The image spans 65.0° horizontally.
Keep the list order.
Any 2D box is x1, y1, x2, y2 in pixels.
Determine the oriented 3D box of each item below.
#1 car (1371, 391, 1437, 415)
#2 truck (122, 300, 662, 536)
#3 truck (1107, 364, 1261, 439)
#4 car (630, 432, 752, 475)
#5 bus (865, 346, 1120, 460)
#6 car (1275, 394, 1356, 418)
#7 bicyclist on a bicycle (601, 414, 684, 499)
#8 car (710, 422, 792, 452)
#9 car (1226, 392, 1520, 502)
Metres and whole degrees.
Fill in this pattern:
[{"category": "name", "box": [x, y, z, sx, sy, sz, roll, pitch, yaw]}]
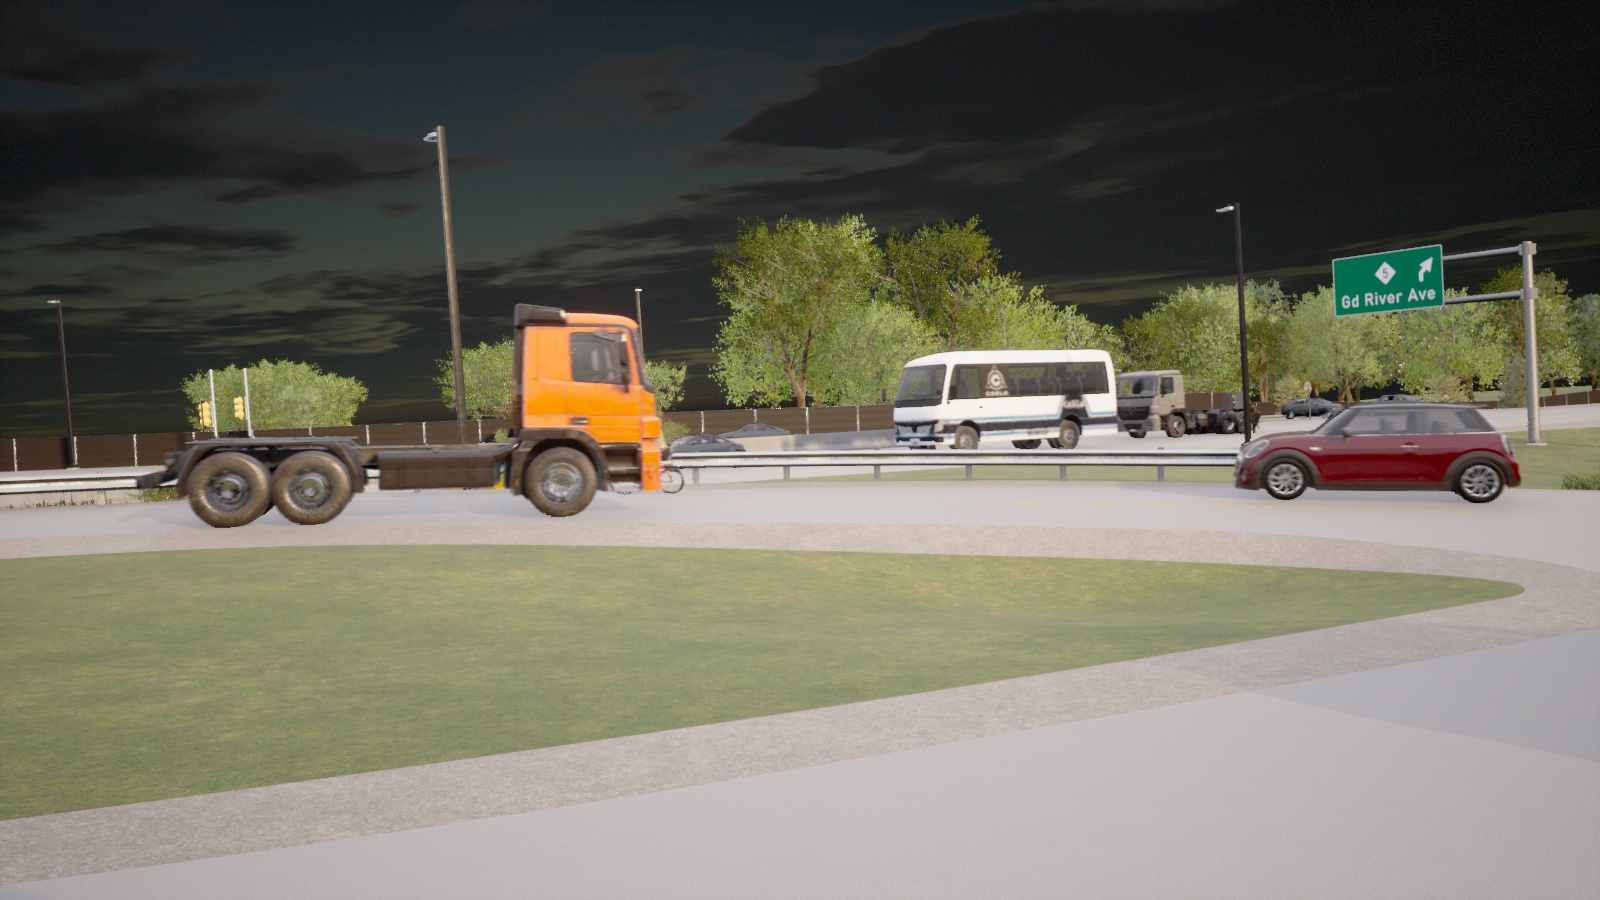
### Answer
[{"category": "car", "box": [41.821, -3.253, 86.958, 1.845, 1.501, 3.633, -4, 2, -33]}, {"category": "truck", "box": [-6.530, -0.591, 20.972, 7.936, 3.462, 2.891, -1, 2, -17]}, {"category": "truck", "box": [19.613, -2.502, 63.928, 7.936, 3.462, 2.891, -4, 2, -33]}, {"category": "car", "box": [-4.198, 0.115, 48.630, 4.181, 1.385, 1.994, -4, 2, -33]}, {"category": "bus", "box": [8.153, -2.025, 52.409, 10.273, 4.253, 3.944, -4, 2, -33]}, {"category": "car", "box": [36.434, -3.106, 88.799, 2.128, 1.511, 4.902, -4, 2, -33]}, {"category": "bicyclist on a bicycle", "box": [-3.150, 0.113, 25.203, 1.509, 1.612, 0.866, -1, 3, 0]}, {"category": "car", "box": [-2.670, -0.724, 67.673, 4.181, 1.385, 1.994, -2, 2, -9]}, {"category": "car", "box": [9.970, -0.087, 22.279, 4.553, 1.767, 2.097, 0, 4, 19]}]
